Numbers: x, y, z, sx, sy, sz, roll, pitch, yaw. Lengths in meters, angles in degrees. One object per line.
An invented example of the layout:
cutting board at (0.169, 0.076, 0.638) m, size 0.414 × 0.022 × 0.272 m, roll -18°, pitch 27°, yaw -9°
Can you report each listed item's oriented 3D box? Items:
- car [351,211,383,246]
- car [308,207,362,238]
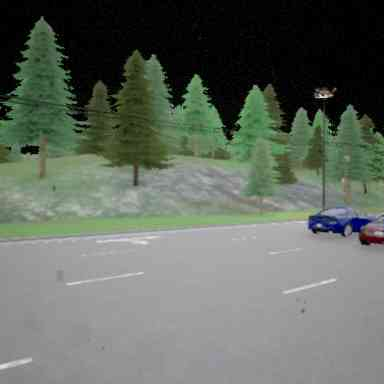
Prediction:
car at (9.183, 1.644, 14.595) m, size 4.181 × 1.385 × 1.994 m, roll 0°, pitch 0°, yaw -36°
car at (8.508, 1.567, 18.415) m, size 5.008 × 1.535 × 1.882 m, roll 0°, pitch 0°, yaw -36°
